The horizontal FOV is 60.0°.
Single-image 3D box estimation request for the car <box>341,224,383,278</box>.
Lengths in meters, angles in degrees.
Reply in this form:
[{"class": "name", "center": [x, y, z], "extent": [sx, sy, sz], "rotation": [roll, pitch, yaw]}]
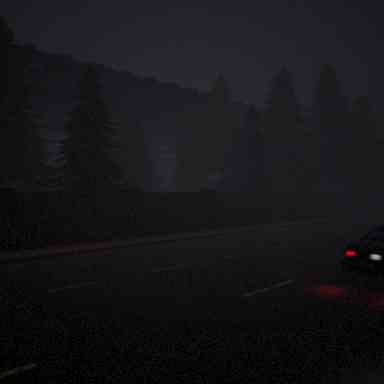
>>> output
[{"class": "car", "center": [6.264, 1.601, 9.599], "extent": [5.357, 1.411, 2.033], "rotation": [0, -1, -41]}]
